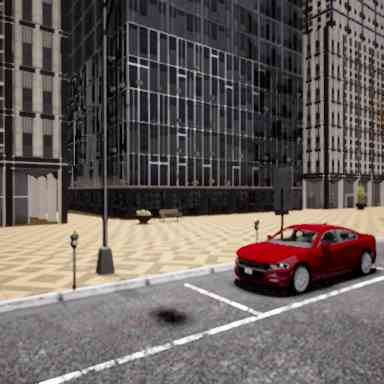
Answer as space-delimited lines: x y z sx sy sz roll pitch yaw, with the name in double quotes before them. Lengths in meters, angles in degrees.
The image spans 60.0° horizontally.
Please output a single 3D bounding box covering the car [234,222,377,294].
"car" 3.094 1.523 8.759 4.507 1.381 1.887 0 0 -35
